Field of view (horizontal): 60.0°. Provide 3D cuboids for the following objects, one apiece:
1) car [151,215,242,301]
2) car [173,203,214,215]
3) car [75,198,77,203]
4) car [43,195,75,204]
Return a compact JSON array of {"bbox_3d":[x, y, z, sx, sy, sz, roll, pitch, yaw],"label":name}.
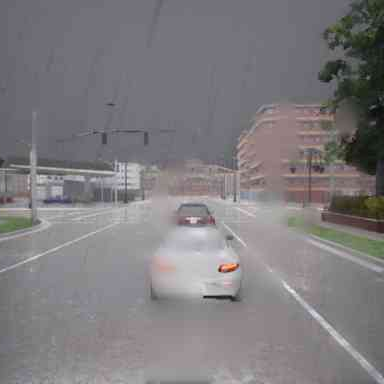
[{"bbox_3d":[0.087,1.524,8.168,1.812,1.442,4.674,0,0,0],"label":"car"},{"bbox_3d":[0.064,1.348,17.160,2.097,1.767,4.553,0,0,0],"label":"car"},{"bbox_3d":[-24.169,1.441,63.617,3.806,1.475,1.970,0,0,1],"label":"car"},{"bbox_3d":[-23.439,1.282,57.868,4.611,1.667,2.242,0,0,1],"label":"car"}]
